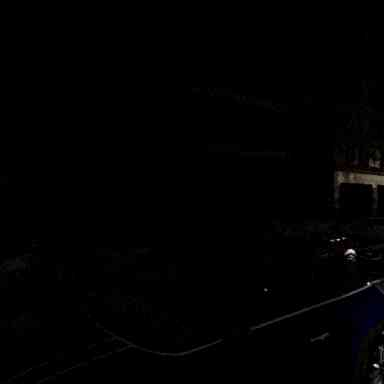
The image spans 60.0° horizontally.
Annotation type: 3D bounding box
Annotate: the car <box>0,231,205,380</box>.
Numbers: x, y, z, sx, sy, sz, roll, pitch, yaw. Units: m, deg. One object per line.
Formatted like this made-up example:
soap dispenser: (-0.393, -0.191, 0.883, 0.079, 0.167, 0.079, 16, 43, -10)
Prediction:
car: (-2.166, 1.548, 5.207, 4.507, 1.381, 1.887, 0, 1, -35)

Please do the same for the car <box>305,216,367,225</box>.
car: (2.299, 1.456, 8.390, 4.097, 1.590, 1.967, 0, 1, -35)

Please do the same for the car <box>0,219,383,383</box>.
car: (0.122, 1.357, 3.461, 4.553, 1.767, 2.097, 0, 0, -35)

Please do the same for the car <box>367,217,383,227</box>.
car: (6.760, 1.581, 11.575, 4.403, 1.369, 2.008, 0, 1, -35)
